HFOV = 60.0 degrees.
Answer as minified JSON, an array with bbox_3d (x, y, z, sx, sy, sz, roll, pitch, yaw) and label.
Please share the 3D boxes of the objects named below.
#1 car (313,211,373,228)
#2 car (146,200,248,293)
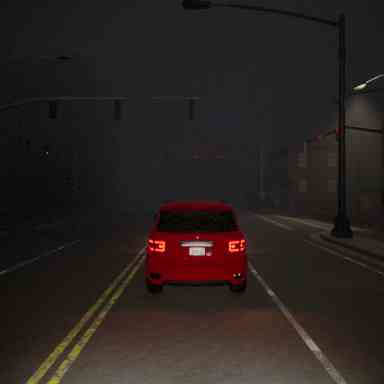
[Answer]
[{"bbox_3d":[13.361,2.293,29.630,4.718,1.301,1.895,8,0,0],"label":"car"},{"bbox_3d":[0.093,1.221,9.010,2.150,2.045,5.566,0,0,0],"label":"car"}]
